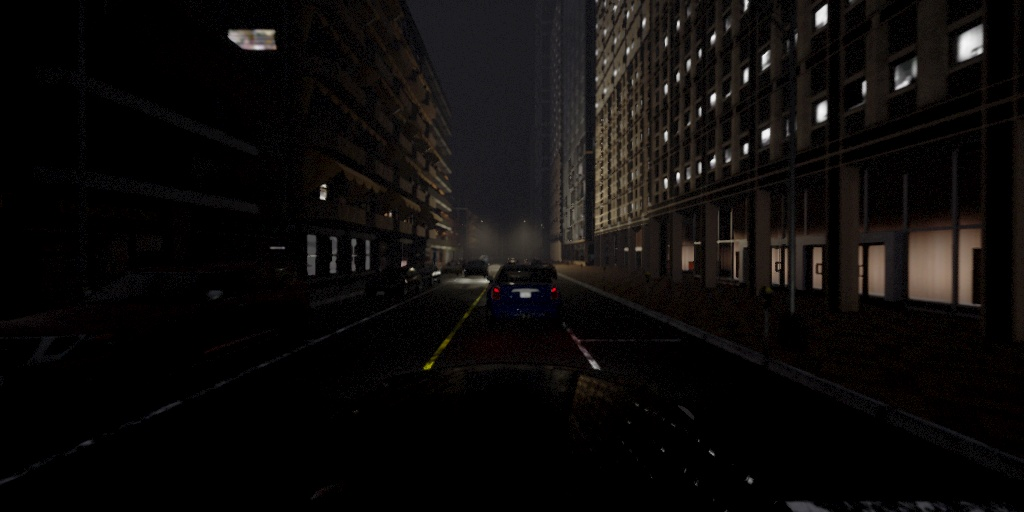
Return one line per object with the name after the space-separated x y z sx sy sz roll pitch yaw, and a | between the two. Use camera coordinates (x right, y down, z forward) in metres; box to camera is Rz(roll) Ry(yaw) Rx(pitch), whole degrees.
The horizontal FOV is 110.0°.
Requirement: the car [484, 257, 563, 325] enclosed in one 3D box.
0.256 1.049 11.725 2.097 1.767 4.553 0 0 -3 | car

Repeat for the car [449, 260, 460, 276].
-5.696 1.108 34.513 1.751 1.417 4.829 0 0 0 | car

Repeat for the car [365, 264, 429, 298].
-5.693 1.232 17.738 1.948 1.339 4.313 0 0 0 | car

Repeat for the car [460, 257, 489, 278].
-3.095 1.074 31.823 1.882 1.535 5.008 0 0 0 | car

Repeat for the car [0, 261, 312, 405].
-5.692 1.040 6.441 2.192 1.841 5.009 0 0 0 | car

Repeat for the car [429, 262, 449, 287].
-5.694 1.188 23.386 2.007 1.370 4.403 0 0 0 | car

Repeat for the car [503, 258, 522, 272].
0.094 1.035 43.089 2.128 1.511 4.902 0 0 0 | car
